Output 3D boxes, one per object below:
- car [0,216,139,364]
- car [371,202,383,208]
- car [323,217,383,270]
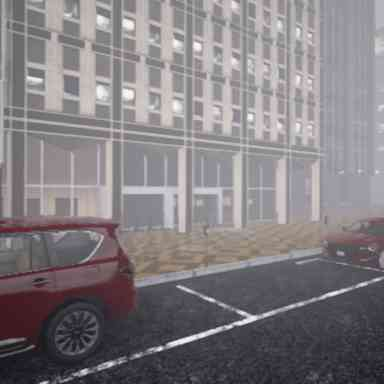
[{"bbox_3d":[-3.135,1.315,4.317,5.009,1.841,2.192,0,0,-35],"label":"car"},{"bbox_3d":[22.272,1.400,43.656,1.752,1.417,4.829,0,0,-36],"label":"car"},{"bbox_3d":[6.128,1.527,10.926,4.507,1.381,1.887,0,0,-35],"label":"car"}]
